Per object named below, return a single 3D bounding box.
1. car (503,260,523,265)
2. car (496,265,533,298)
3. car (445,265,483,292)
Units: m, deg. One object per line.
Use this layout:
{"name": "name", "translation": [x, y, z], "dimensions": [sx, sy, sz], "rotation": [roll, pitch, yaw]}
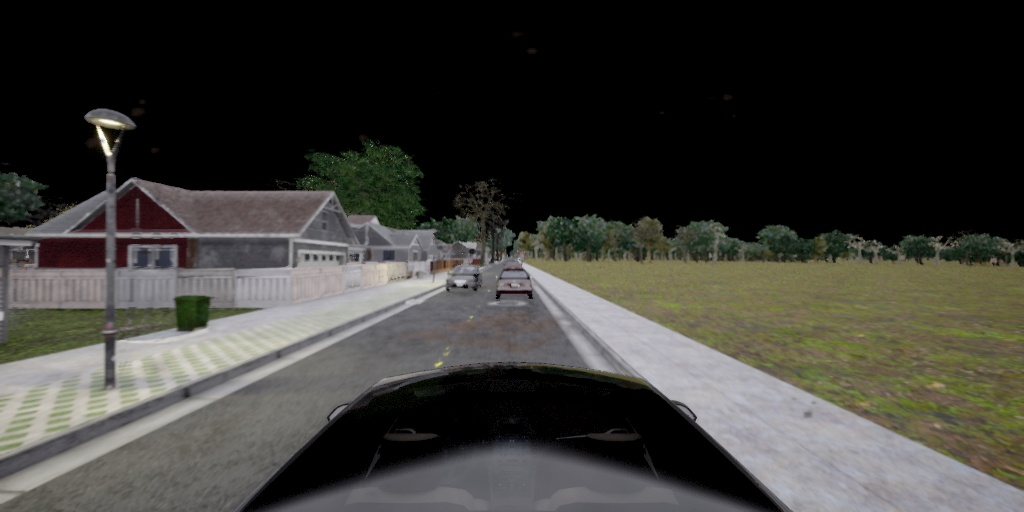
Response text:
{"name": "car", "translation": [0.113, 1.259, 39.420], "dimensions": [2.097, 1.767, 4.553], "rotation": [0, 0, 0]}
{"name": "car", "translation": [0.108, 1.371, 18.819], "dimensions": [2.033, 1.411, 5.357], "rotation": [0, 0, 0]}
{"name": "car", "translation": [-2.838, 1.329, 22.033], "dimensions": [2.128, 1.511, 4.902], "rotation": [0, 0, 0]}
